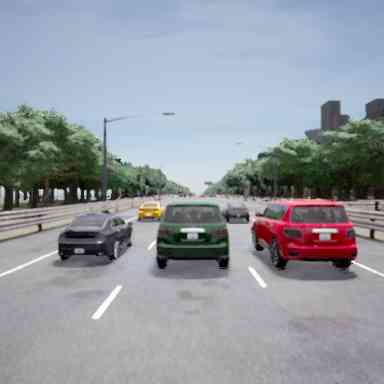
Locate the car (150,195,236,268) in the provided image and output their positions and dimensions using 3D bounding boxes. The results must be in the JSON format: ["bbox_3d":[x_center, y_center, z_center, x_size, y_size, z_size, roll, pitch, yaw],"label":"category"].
[{"bbox_3d":[0.041,1.277,11.614,2.150,2.045,5.566,0,0,1],"label":"car"}]

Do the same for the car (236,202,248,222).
[{"bbox_3d":[3.561,1.607,27.644,2.128,1.511,4.902,0,0,0],"label":"car"}]

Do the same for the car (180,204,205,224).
[{"bbox_3d":[0.057,1.715,27.046,1.895,1.301,4.718,0,0,1],"label":"car"}]

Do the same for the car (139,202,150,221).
[{"bbox_3d":[-3.428,1.595,28.867,1.882,1.535,5.008,0,0,1],"label":"car"}]

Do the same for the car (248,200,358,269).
[{"bbox_3d":[3.541,1.277,11.481,2.150,2.045,5.566,0,0,0],"label":"car"}]

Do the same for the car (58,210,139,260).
[{"bbox_3d":[-3.448,1.565,12.674,1.837,1.490,4.892,0,0,1],"label":"car"}]
